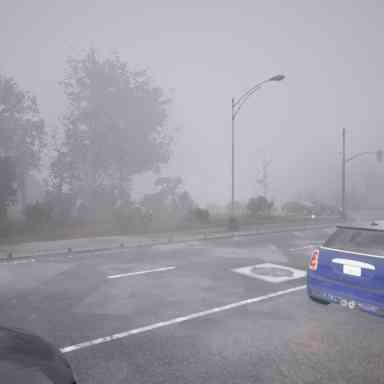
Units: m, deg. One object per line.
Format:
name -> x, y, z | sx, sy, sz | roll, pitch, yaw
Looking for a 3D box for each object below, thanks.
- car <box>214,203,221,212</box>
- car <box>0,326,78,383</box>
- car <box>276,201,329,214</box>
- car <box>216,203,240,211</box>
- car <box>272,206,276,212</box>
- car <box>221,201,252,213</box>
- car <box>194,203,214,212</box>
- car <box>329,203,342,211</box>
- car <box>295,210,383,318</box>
car -> 3.838, 2.597, 54.834 | 2.128, 1.511, 4.902 | 0, -3, -32
car -> -3.060, 1.492, 1.563 | 4.902, 1.511, 2.128 | 0, 0, -36
car -> 11.712, 1.722, 35.734 | 1.837, 1.490, 4.892 | 0, -1, -29
car -> 6.888, 2.923, 63.494 | 1.837, 1.490, 4.892 | 0, -3, -32
car -> 9.374, 2.124, 45.995 | 2.033, 1.411, 5.357 | 0, -3, -32
car -> 6.387, 1.922, 44.173 | 2.097, 1.767, 4.553 | 0, -3, -32
car -> 1.040, 2.606, 52.711 | 1.812, 1.442, 4.674 | 0, -3, -32
car -> 14.608, 1.719, 37.637 | 2.128, 1.511, 4.902 | 0, -2, -33
car -> 4.470, 1.360, 6.892 | 4.553, 1.767, 2.097 | 0, 0, -35
